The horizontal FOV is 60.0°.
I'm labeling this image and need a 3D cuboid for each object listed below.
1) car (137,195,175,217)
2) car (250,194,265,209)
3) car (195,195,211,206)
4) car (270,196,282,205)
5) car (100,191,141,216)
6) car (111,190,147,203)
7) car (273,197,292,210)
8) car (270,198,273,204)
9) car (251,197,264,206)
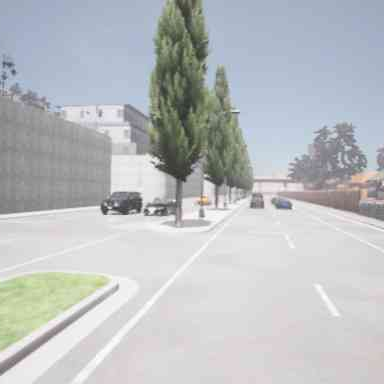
[{"bbox_3d":[-2.753,1.280,29.214,2.128,1.511,4.902,1,0,11],"label":"car"},{"bbox_3d":[8.945,1.445,45.724,2.128,1.511,4.902,1,0,12],"label":"car"},{"bbox_3d":[1.691,1.227,50.876,1.882,1.535,5.008,2,0,12],"label":"car"},{"bbox_3d":[15.902,1.583,62.917,1.994,1.385,4.181,1,0,11],"label":"car"},{"bbox_3d":[-6.155,0.934,29.918,2.150,2.045,5.566,1,0,12],"label":"car"},{"bbox_3d":[-9.953,0.656,52.578,5.008,1.535,1.882,6,1,15],"label":"car"},{"bbox_3d":[12.286,1.596,44.600,1.994,1.385,4.181,1,0,12],"label":"car"},{"bbox_3d":[14.153,1.571,53.917,2.033,1.411,5.357,1,0,12],"label":"car"},{"bbox_3d":[10.684,1.511,54.420,1.994,1.385,4.181,1,0,12],"label":"car"}]
